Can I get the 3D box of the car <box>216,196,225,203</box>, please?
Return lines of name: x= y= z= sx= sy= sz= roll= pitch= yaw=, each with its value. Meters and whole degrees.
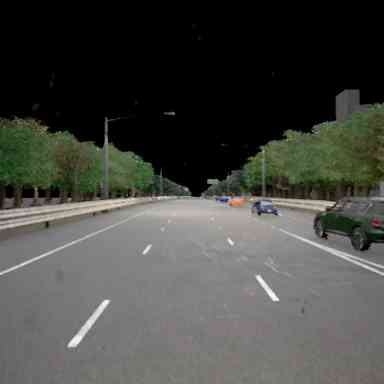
car: x=7.120 y=1.700 z=74.757 sx=1.882 sy=1.535 sz=5.008 roll=0 pitch=-1 yaw=0

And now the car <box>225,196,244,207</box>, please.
car: x=7.031 y=1.406 z=53.226 sx=2.097 sy=1.767 sz=4.553 roll=0 pitch=0 yaw=0

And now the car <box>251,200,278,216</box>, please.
car: x=6.997 y=1.535 z=32.335 sx=1.812 sy=1.442 sz=4.674 roll=0 pitch=0 yaw=0

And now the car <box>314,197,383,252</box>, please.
car: x=7.219 y=1.230 z=14.142 sx=2.150 sy=2.045 sz=5.566 roll=0 pitch=0 yaw=-3

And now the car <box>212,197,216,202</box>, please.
car: x=7.226 y=1.931 z=91.752 sx=1.837 sy=1.490 sz=4.892 roll=0 pitch=-1 yaw=0
